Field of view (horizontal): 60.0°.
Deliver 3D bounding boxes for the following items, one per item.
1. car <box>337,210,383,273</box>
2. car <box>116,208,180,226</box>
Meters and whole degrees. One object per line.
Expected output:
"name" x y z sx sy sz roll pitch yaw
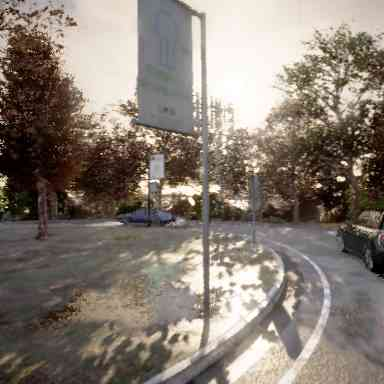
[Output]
"car" 6.218 1.331 10.656 2.097 1.767 4.553 -1 0 10
"car" -3.719 2.028 27.959 5.357 1.411 2.033 -1 -1 22
